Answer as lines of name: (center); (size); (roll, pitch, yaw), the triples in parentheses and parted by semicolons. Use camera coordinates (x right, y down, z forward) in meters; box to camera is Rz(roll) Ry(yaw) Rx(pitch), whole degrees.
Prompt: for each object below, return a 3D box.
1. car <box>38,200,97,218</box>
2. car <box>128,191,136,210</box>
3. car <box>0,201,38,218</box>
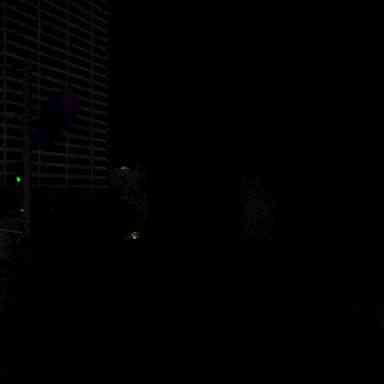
car: (-11.142, 1.478, 30.767); (1.882, 1.535, 5.008); (0, 0, 35)
car: (-3.635, 1.221, 34.986); (2.150, 2.045, 5.566); (0, 0, 35)
car: (-15.514, 1.547, 30.647); (2.033, 1.411, 5.357); (0, 0, 35)
